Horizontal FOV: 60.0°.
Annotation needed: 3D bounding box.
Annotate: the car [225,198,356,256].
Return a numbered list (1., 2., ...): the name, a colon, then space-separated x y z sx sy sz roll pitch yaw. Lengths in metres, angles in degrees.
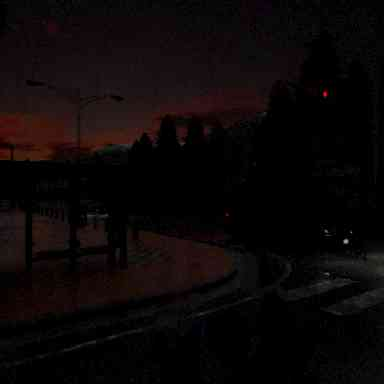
1. car: 3.724 1.311 13.718 2.150 2.045 5.566 0 1 -35
